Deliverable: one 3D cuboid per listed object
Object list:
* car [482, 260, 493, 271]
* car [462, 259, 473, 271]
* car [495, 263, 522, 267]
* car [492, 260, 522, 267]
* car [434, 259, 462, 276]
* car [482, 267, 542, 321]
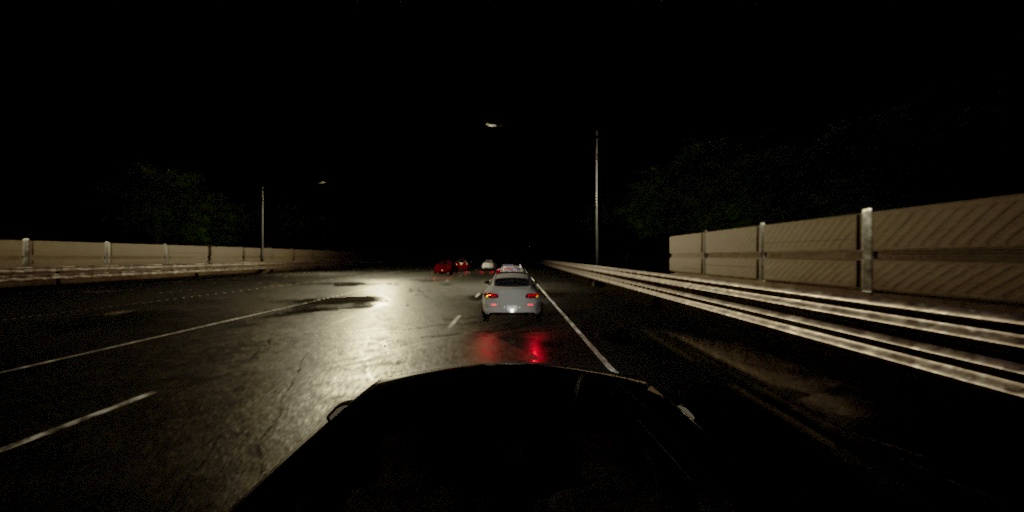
[{"bbox_3d":[-3.243,1.337,51.718,1.812,1.442,4.674,0,0,2],"label":"car"},{"bbox_3d":[-6.777,1.182,50.742,2.097,1.767,4.553,0,0,2],"label":"car"},{"bbox_3d":[0.007,1.346,25.106,1.895,1.301,4.718,0,0,0],"label":"car"},{"bbox_3d":[-0.175,1.319,31.706,1.994,1.385,4.181,0,0,9],"label":"car"},{"bbox_3d":[-6.965,1.272,38.431,1.882,1.535,5.008,0,0,1],"label":"car"},{"bbox_3d":[0.001,1.273,12.372,1.812,1.442,4.674,0,0,0],"label":"car"}]
